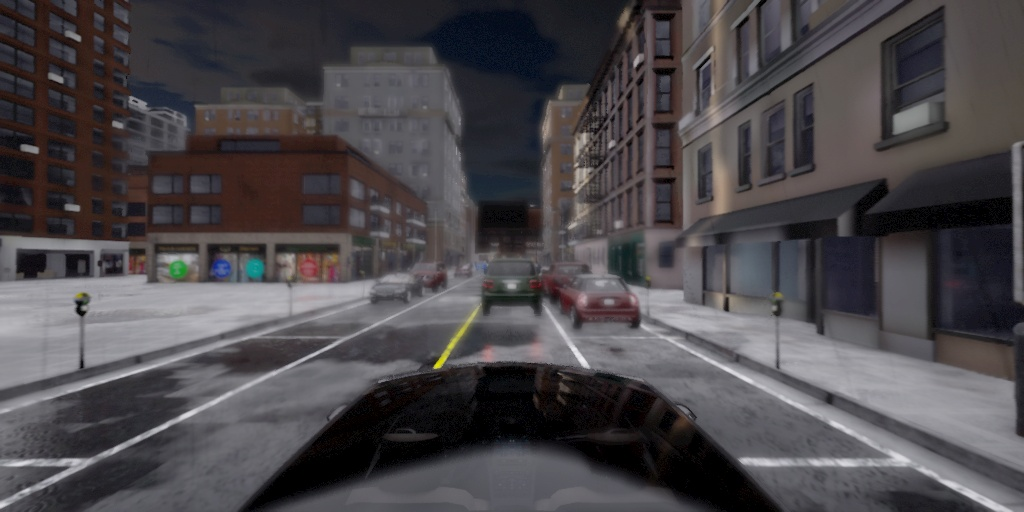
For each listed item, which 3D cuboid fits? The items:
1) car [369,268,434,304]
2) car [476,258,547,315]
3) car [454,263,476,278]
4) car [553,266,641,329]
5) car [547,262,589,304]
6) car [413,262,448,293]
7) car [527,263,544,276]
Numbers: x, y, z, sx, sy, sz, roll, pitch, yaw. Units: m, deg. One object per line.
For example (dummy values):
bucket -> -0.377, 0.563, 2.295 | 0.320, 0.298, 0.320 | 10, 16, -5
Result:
car -> -5.389, 1.454, 17.315 | 2.007, 1.370, 4.403 | 0, 0, 0
car -> 0.010, 1.100, 14.415 | 2.150, 2.045, 5.566 | 0, 0, 0
car -> -5.392, 1.709, 39.962 | 1.802, 1.307, 4.207 | 0, 0, 0
car -> 2.637, 1.288, 11.654 | 1.967, 1.591, 4.097 | 0, 0, 0
car -> 2.636, 1.218, 17.315 | 2.192, 1.841, 5.009 | 0, 0, 0
car -> -5.390, 1.274, 22.977 | 2.192, 1.841, 5.009 | 0, 0, 0
car -> 3.010, 1.671, 46.666 | 1.882, 1.535, 5.008 | 0, -1, 0
